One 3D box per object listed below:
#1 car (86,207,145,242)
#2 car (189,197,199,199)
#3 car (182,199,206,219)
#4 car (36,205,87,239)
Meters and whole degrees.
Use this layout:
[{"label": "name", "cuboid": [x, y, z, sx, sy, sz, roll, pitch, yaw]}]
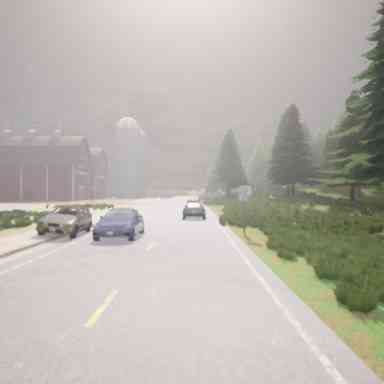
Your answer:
[{"label": "car", "cuboid": [-3.468, 1.511, 16.497, 1.812, 1.442, 4.674, 0, 0, 1]}, {"label": "car", "cuboid": [0.239, 1.454, 44.863, 2.128, 1.511, 4.902, 0, 0, 0]}, {"label": "car", "cuboid": [0.185, 1.545, 29.131, 1.994, 1.385, 4.181, 0, 0, 0]}, {"label": "car", "cuboid": [-6.422, 1.437, 17.280, 1.816, 1.474, 4.193, 6, 0, -2]}]
